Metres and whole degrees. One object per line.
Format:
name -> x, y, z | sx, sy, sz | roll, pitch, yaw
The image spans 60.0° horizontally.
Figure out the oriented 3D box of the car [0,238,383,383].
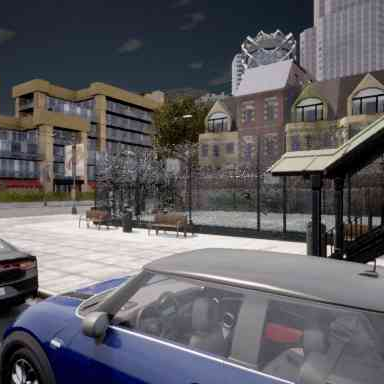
car -> 0.148, 1.354, 3.198 | 4.553, 1.767, 2.185 | 0, 0, 35
